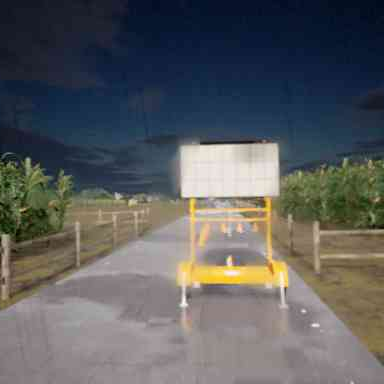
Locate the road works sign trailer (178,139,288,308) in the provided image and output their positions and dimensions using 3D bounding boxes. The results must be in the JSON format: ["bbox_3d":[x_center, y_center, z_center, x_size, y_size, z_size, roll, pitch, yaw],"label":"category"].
[{"bbox_3d":[0.926,0.550,8.140,2.380,3.560,2.880,-1,-1,5],"label":"road works sign trailer"}]

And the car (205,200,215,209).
[{"bbox_3d":[3.435,2.410,64.192,1.837,1.490,4.892,-1,-1,5],"label":"car"}]
